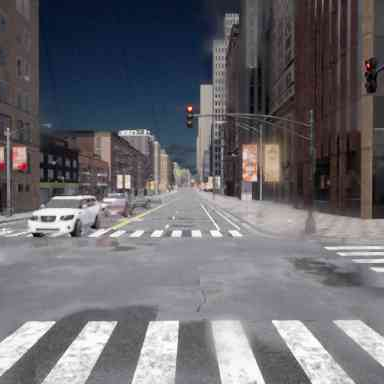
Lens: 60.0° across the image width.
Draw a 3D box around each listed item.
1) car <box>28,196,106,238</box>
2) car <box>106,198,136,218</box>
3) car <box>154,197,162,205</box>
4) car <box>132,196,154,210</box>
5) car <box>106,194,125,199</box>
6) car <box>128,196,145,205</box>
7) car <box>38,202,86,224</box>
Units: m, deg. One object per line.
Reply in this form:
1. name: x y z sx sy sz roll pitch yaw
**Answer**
1. car: -6.592 1.223 17.937 2.150 2.045 5.566 0 0 0
2. car: -6.596 1.530 30.240 1.812 1.442 4.674 0 0 0
3. car: -6.491 1.566 60.036 1.994 1.385 4.181 0 0 0
4. car: -6.584 1.512 43.980 1.837 1.490 4.892 0 -1 0
5. car: -9.837 1.227 42.428 2.150 2.045 5.566 0 0 0
6. car: -9.752 1.494 58.870 2.128 1.511 4.902 0 0 0
7. car: -9.845 1.567 25.557 1.994 1.385 4.181 0 0 0
